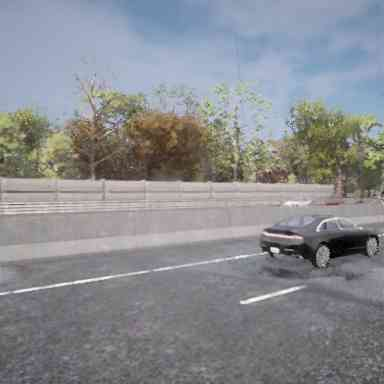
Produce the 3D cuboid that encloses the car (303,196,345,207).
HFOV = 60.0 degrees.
[{"bbox_3d":[14.434,1.118,35.668,4.553,1.767,2.097,0,0,-36],"label":"car"}]

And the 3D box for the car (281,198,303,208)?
[{"bbox_3d":[12.377,1.375,38.500,4.674,1.442,1.812,0,0,-36],"label":"car"}]

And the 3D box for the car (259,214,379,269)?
[{"bbox_3d":[4.420,1.500,11.204,4.902,1.511,2.128,0,0,-35],"label":"car"}]
